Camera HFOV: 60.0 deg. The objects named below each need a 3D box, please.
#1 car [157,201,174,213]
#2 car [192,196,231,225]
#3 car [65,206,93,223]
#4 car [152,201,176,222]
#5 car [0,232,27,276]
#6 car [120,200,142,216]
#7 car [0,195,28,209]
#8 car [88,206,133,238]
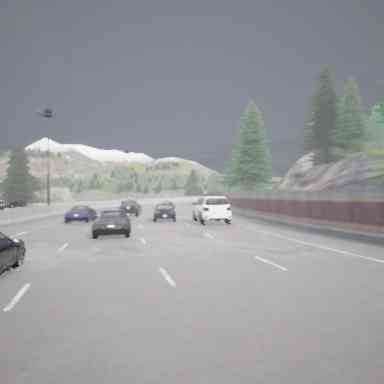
[{"bbox_3d":[-3.347,1.869,42.723,1.994,1.385,4.181,-1,0,-1],"label":"car"},{"bbox_3d":[1.415,1.363,25.619,2.150,2.045,5.566,-1,0,-8],"label":"car"},{"bbox_3d":[-9.493,1.852,28.564,1.994,1.385,4.181,-1,0,-7],"label":"car"},{"bbox_3d":[-2.432,1.731,28.531,1.812,1.442,4.674,-1,0,-7],"label":"car"},{"bbox_3d":[-5.864,1.668,8.675,2.033,1.411,5.357,-1,0,-15],"label":"car"},{"bbox_3d":[-6.612,1.650,35.693,2.097,1.767,4.553,-1,0,-4],"label":"car"},{"bbox_3d":[-20.989,1.324,38.464,2.150,2.045,5.566,-1,0,-2],"label":"car"},{"bbox_3d":[-4.513,1.733,18.901,1.994,1.385,4.181,-1,0,-11],"label":"car"}]
